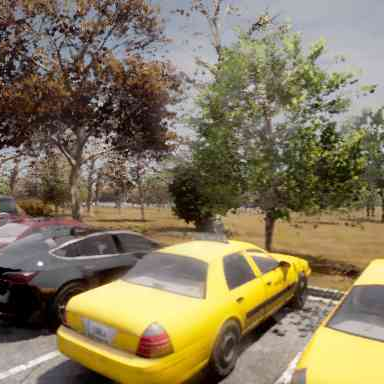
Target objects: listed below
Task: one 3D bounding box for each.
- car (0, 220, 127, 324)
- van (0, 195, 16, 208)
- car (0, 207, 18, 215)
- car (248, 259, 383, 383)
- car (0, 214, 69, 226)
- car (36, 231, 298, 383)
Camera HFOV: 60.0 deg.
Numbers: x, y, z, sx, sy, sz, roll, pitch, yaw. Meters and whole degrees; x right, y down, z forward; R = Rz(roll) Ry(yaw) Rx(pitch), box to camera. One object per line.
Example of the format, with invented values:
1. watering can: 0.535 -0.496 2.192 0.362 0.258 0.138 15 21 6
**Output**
1. car: -1.872 1.468 7.132 2.163 1.488 4.792 1 1 36
2. van: -8.773 1.095 11.864 1.878 1.987 4.442 1 1 35
3. car: -6.525 1.400 10.419 2.002 1.452 4.674 1 1 35
4. car: 2.768 1.478 4.015 1.946 1.575 5.366 1 0 36
5. car: -4.258 1.442 8.802 2.002 1.452 4.674 1 1 35
6. car: 0.492 1.461 5.638 1.946 1.575 5.366 0 0 36
